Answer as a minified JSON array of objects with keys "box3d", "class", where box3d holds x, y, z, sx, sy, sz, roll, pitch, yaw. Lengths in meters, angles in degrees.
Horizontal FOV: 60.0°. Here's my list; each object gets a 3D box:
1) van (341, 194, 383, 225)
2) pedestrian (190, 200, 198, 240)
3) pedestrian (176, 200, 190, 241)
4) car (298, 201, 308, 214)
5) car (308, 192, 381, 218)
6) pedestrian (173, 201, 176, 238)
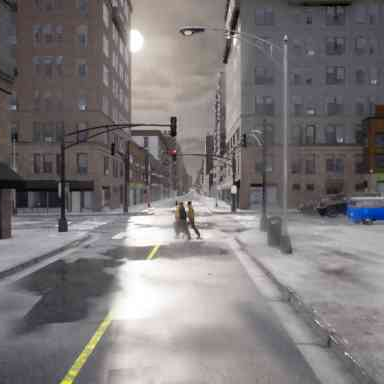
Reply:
[{"box3d":[12.217,1.203,21.553,3.998,1.788,1.690,-1,1,0],"class":"van"},{"box3d":[-0.046,1.290,15.905,0.375,1.860,0.375,0,0,0],"class":"pedestrian"},{"box3d":[-0.410,1.291,15.250,0.375,1.860,0.375,0,0,0],"class":"pedestrian"},{"box3d":[12.237,1.117,30.077,5.009,1.841,2.192,-1,1,0],"class":"car"},{"box3d":[12.915,1.034,27.427,5.566,2.045,2.150,-1,0,0],"class":"car"},{"box3d":[-0.646,1.290,16.506,0.375,1.860,0.375,0,0,0],"class":"pedestrian"}]
